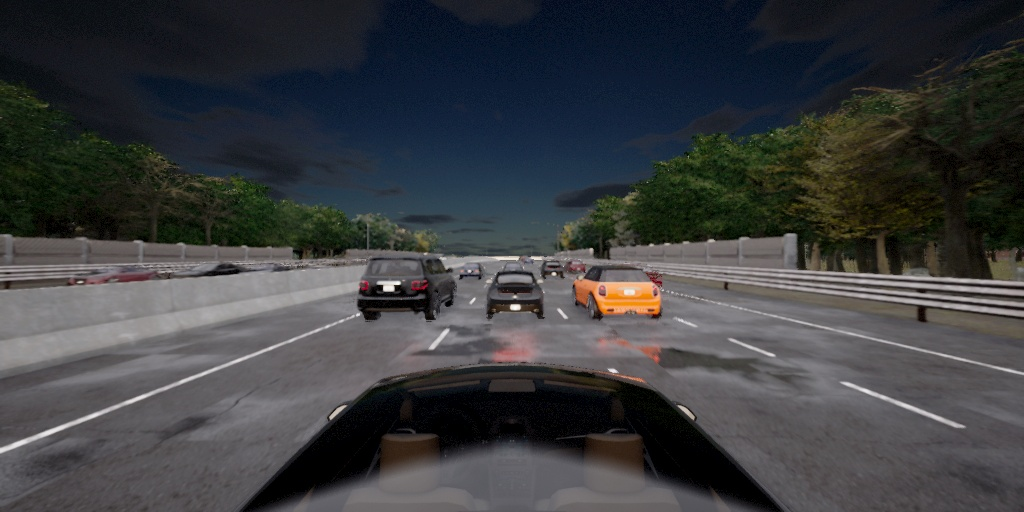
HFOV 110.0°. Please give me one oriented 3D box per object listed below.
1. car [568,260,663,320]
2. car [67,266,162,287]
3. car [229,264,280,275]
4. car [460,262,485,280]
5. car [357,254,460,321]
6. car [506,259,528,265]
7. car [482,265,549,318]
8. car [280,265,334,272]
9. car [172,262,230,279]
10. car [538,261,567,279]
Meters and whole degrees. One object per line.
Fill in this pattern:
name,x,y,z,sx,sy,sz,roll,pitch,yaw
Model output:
car,3.501,1.111,12.810,2.097,1.767,4.553,0,0,0
car,-24.596,1.304,22.404,1.994,1.385,4.181,0,0,0
car,-17.596,1.294,25.895,1.994,1.385,4.181,0,0,0
car,-3.399,1.261,31.105,2.033,1.411,5.357,0,0,0
car,-3.400,0.980,12.570,2.150,2.045,5.566,0,0,0
car,0.101,1.260,31.520,2.033,1.411,5.357,0,0,0
car,0.100,1.263,13.006,1.837,1.490,4.892,0,0,0
car,-14.098,1.331,25.848,1.895,1.301,4.718,0,0,0
car,-21.096,1.210,25.294,1.882,1.535,5.008,0,0,0
car,3.501,1.216,32.344,1.837,1.490,4.892,0,0,0
